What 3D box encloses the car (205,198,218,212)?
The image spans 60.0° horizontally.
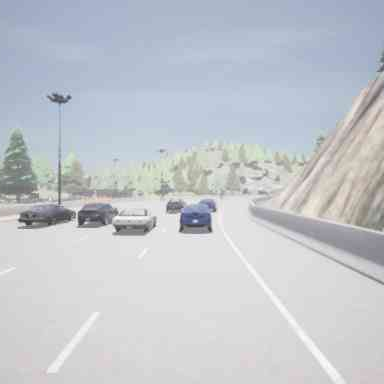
[{"bbox_3d":[1.890,1.463,38.292,1.882,1.535,5.008,0,0,8],"label":"car"}]

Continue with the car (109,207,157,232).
[{"bbox_3d":[-3.256,1.602,19.981,1.895,1.301,4.718,0,0,2],"label":"car"}]

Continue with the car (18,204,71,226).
[{"bbox_3d":[-10.107,1.561,23.634,2.033,1.411,5.357,0,0,3],"label":"car"}]

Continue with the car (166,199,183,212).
[{"bbox_3d":[-1.700,1.484,37.853,2.128,1.511,4.902,0,0,8],"label":"car"}]

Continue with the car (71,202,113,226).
[{"bbox_3d":[-6.561,1.511,23.756,1.837,1.490,4.892,0,0,3],"label":"car"}]

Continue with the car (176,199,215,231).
[{"bbox_3d":[0.289,1.471,20.784,1.882,1.535,5.008,0,0,2],"label":"car"}]
